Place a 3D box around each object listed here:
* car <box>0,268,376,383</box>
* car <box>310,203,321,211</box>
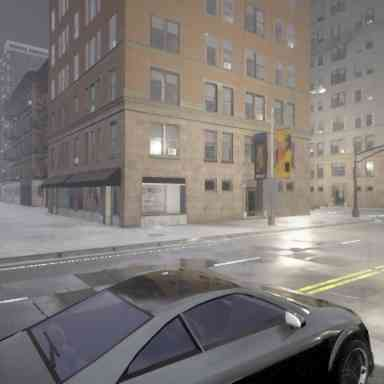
[{"bbox_3d":[0.122,1.564,3.546,4.181,1.385,1.994,0,0,-36],"label":"car"},{"bbox_3d":[12.659,1.531,39.992,2.033,1.411,5.357,0,0,-36],"label":"car"}]
